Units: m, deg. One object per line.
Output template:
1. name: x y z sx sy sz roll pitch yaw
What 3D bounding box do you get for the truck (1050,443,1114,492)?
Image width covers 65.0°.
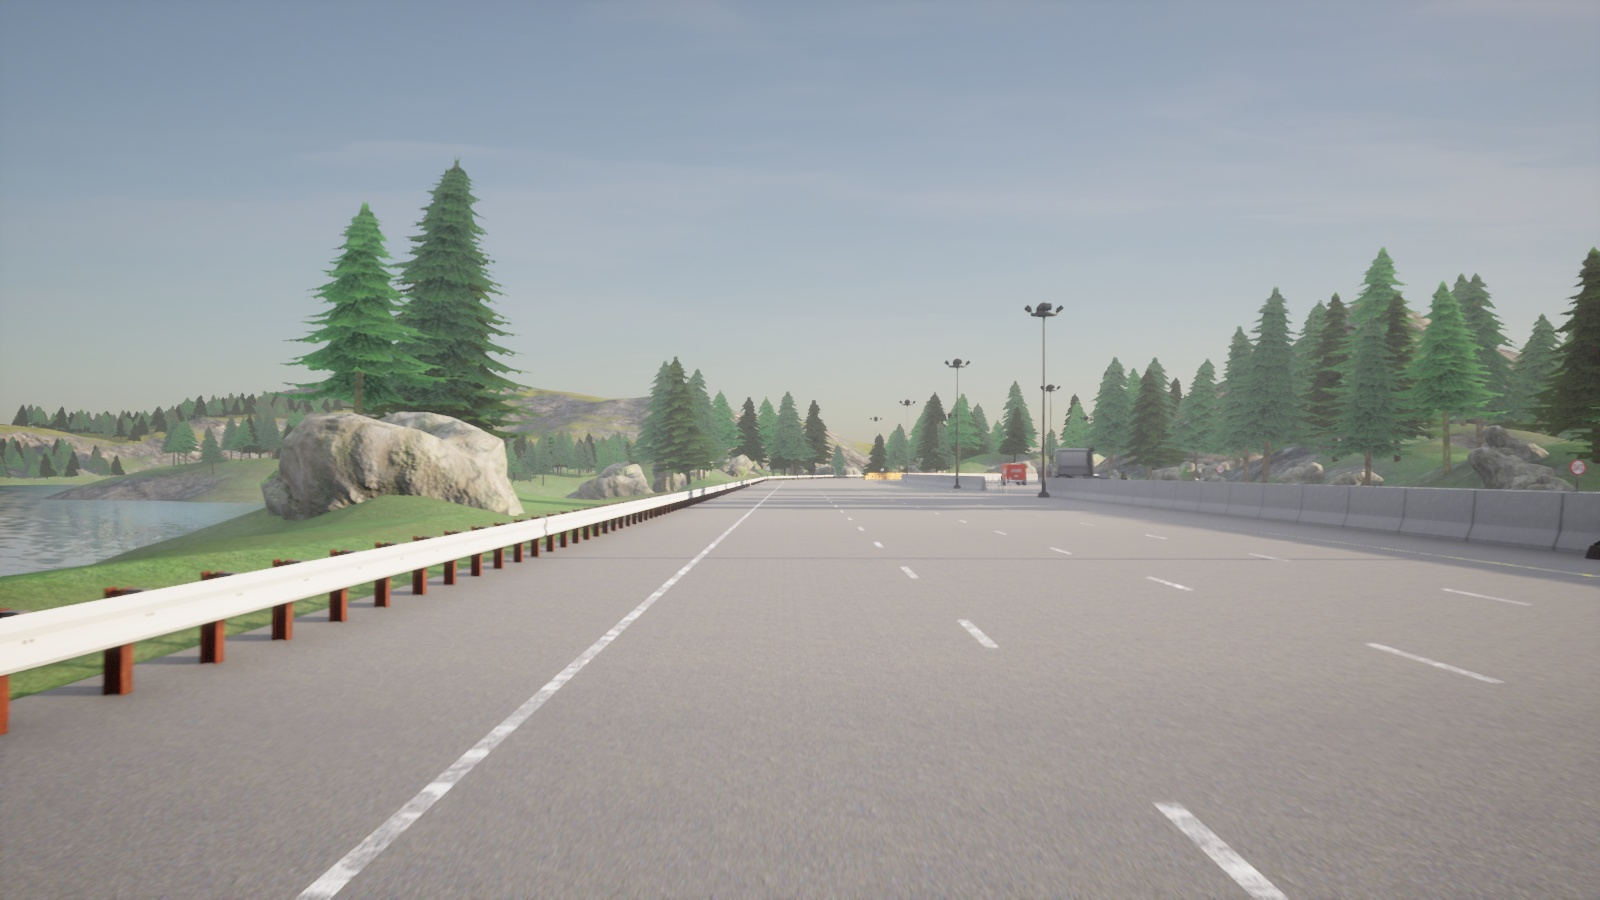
1. truck: 20.777 1.306 92.961 2.891 3.462 7.936 0 -1 0
